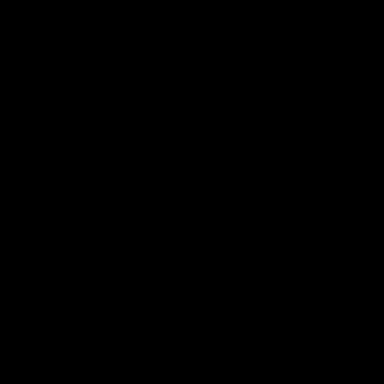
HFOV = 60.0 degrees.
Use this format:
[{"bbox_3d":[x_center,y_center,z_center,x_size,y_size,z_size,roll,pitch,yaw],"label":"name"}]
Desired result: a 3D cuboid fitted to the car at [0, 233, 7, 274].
[{"bbox_3d":[-6.299,1.162,8.221,3.806,1.475,1.970,2,1,37],"label":"car"}]
